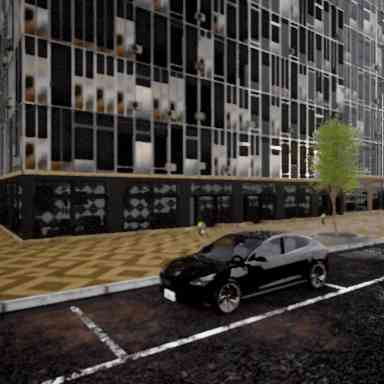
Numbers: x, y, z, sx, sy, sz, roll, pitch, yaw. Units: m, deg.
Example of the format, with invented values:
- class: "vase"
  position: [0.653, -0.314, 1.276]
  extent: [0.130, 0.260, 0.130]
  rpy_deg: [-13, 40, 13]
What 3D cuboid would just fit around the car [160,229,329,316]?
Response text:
- class: "car"
  position: [1.358, 1.567, 7.532]
  extent: [4.313, 1.339, 1.947]
  rpy_deg: [0, 0, -36]
